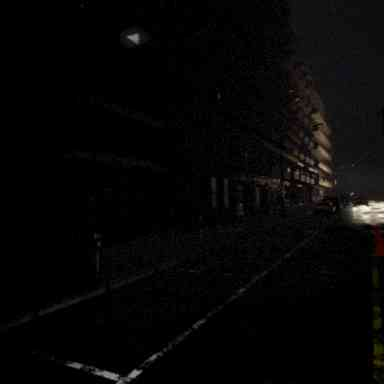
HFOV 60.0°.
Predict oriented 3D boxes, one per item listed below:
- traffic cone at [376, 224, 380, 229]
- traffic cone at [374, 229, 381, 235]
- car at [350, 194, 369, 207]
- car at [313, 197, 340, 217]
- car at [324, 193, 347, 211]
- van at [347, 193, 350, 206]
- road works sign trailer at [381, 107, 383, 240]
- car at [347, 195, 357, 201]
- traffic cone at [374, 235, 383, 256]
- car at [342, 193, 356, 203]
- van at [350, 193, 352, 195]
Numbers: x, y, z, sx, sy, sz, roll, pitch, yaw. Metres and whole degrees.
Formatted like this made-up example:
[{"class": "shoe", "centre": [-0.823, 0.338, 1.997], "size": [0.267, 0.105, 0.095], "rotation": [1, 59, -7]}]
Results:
[{"class": "traffic cone", "centre": [8.354, 1.852, 14.885], "size": [0.340, 0.580, 0.340], "rotation": [-2, -1, 28]}, {"class": "traffic cone", "centre": [7.403, 1.862, 13.125], "size": [0.340, 0.580, 0.340], "rotation": [-2, -1, 28]}, {"class": "car", "centre": [23.404, 1.327, 46.111], "size": [1.812, 1.442, 4.674], "rotation": [-2, -1, 28]}, {"class": "car", "centre": [12.480, 1.488, 31.237], "size": [1.752, 1.417, 4.829], "rotation": [0, 0, 28]}, {"class": "car", "centre": [15.188, 1.252, 36.254], "size": [2.192, 1.841, 5.009], "rotation": [0, 0, 28]}, {"class": "van", "centre": [20.443, 1.235, 45.984], "size": [1.690, 1.788, 3.998], "rotation": [-1, 0, 28]}, {"class": "road works sign trailer", "centre": [4.104, 0.381, 4.671], "size": [2.380, 3.560, 2.880], "rotation": [-2, -1, 28]}, {"class": "car", "centre": [36.215, 1.373, 75.182], "size": [1.947, 1.339, 4.313], "rotation": [-1, 0, 28]}, {"class": "traffic cone", "centre": [6.453, 1.873, 11.365], "size": [0.340, 0.580, 0.340], "rotation": [-2, -1, 28]}, {"class": "car", "centre": [30.955, 1.146, 65.449], "size": [2.192, 1.841, 5.009], "rotation": [-1, 0, 28]}, {"class": "van", "centre": [23.071, 1.217, 50.852], "size": [1.690, 1.788, 3.998], "rotation": [-1, 0, 28]}]
